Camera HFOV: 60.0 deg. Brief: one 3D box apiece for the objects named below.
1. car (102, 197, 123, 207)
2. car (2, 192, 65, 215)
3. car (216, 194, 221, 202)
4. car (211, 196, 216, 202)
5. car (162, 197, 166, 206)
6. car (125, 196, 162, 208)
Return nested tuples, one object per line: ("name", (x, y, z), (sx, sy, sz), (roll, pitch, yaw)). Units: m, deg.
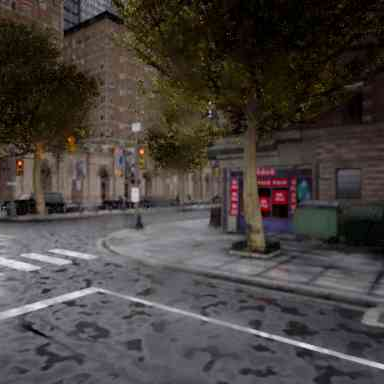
("car", (-10.727, 1.401, 48.385), (1.895, 1.301, 4.718), (0, 0, 36))
("car", (-14.797, 1.061, 31.434), (2.150, 2.045, 5.566), (0, 0, 36))
("car", (7.000, 1.351, 61.377), (1.837, 1.490, 4.892), (0, 0, 36))
("car", (5.638, 1.207, 65.421), (2.097, 1.767, 4.553), (0, 0, 36))
("car", (-5.906, 1.328, 49.648), (1.837, 1.490, 4.892), (0, 0, 36))
("car", (-6.346, 1.406, 43.091), (1.994, 1.385, 4.181), (0, 0, 36))
